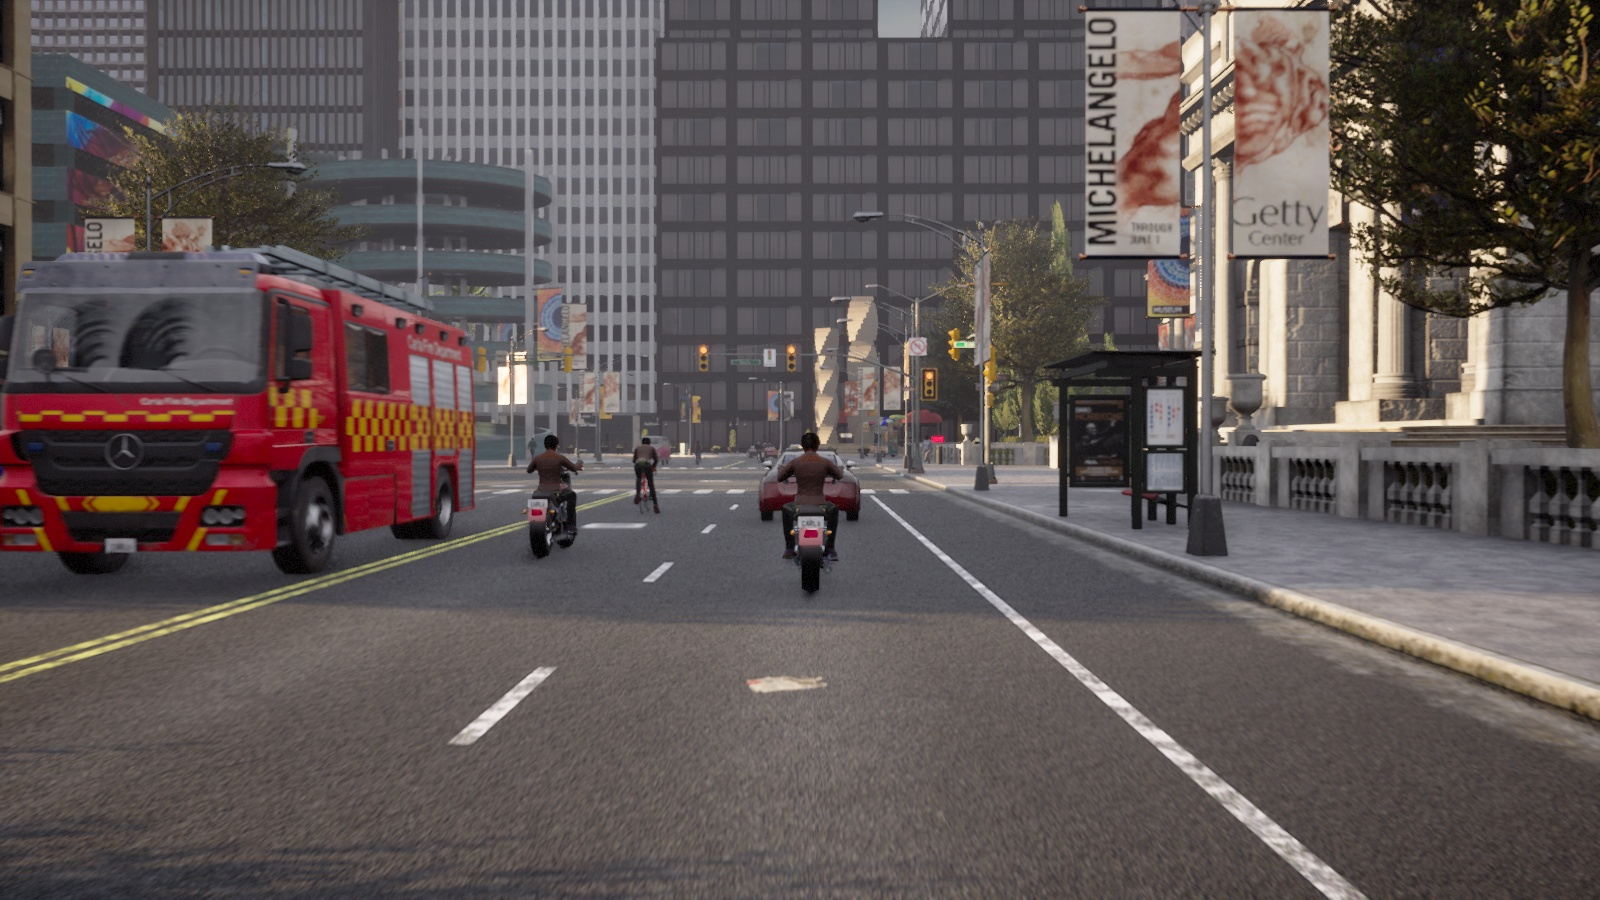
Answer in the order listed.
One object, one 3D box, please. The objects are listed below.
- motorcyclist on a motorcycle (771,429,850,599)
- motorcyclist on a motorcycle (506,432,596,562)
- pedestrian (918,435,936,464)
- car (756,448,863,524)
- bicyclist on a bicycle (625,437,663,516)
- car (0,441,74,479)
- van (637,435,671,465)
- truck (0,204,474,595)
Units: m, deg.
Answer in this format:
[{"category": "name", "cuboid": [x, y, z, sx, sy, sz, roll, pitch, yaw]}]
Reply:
[{"category": "motorcyclist on a motorcycle", "cuboid": [0.109, 0.621, 13.360, 0.766, 1.649, 2.350, 0, 0, 0]}, {"category": "motorcyclist on a motorcycle", "cuboid": [-3.364, 0.597, 17.185, 0.766, 1.649, 2.350, 0, 0, 0]}, {"category": "pedestrian", "cuboid": [7.990, -0.037, 79.035, 0.874, 1.855, 0.900, 0, 0, 31]}, {"category": "car", "cuboid": [0.190, 0.667, 25.384, 1.994, 1.385, 4.181, 0, 0, 0]}, {"category": "bicyclist on a bicycle", "cuboid": [-3.302, 0.546, 26.674, 0.582, 1.620, 1.656, 0, 0, 0]}, {"category": "car", "cuboid": [-32.324, 0.378, 50.977, 4.514, 1.525, 2.007, 0, 0, 0]}, {"category": "van", "cuboid": [-9.905, 0.009, 85.376, 1.775, 1.987, 4.442, 0, 0, 0]}, {"category": "truck", "cuboid": [-6.871, -0.517, 16.560, 2.891, 3.827, 8.468, 0, 0, 0]}]
